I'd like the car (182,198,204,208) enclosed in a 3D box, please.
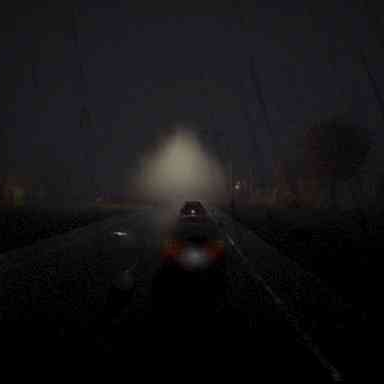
[{"bbox_3d":[0.084,1.445,27.292,1.994,1.385,4.181,0,0,0],"label":"car"}]

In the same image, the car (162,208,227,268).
[{"bbox_3d":[0.078,1.477,10.921,1.812,1.442,4.674,0,0,0],"label":"car"}]

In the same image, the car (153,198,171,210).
[{"bbox_3d":[-3.594,1.429,40.766,1.895,1.301,4.718,0,0,0],"label":"car"}]

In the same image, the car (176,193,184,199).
[{"bbox_3d":[-3.450,1.064,90.469,2.033,1.411,5.357,0,0,-2],"label":"car"}]
